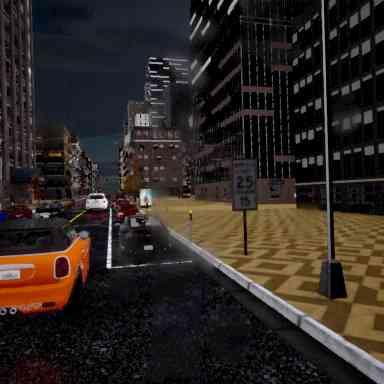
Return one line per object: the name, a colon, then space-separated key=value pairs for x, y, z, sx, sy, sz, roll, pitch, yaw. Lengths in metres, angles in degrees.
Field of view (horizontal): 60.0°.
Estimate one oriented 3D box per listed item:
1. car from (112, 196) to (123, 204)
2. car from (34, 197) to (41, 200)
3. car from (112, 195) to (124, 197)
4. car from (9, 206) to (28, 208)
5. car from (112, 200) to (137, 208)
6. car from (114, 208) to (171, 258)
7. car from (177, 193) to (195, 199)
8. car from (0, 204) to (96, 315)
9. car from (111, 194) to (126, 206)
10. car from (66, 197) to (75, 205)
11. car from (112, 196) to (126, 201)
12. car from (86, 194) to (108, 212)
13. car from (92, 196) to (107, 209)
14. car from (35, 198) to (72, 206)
car: x=-13.626 y=1.432 z=60.993 sx=1.887 sy=1.381 sz=4.507 roll=-1 pitch=0 yaw=-14
car: x=-38.756 y=1.659 z=80.018 sx=4.507 sy=1.381 sz=1.887 roll=-1 pitch=-1 yaw=-14
car: x=-8.434 y=1.431 z=39.544 sx=1.752 sy=1.417 sz=4.829 roll=-1 pitch=0 yaw=-14
car: x=-7.958 y=1.560 z=12.924 sx=1.882 sy=1.535 sz=5.008 roll=-2 pitch=0 yaw=-14
car: x=-4.470 y=1.502 z=23.169 sx=1.802 sy=1.307 sz=4.206 roll=-1 pitch=0 yaw=-14
car: x=-1.854 y=1.480 z=12.362 sx=2.008 sy=1.369 sz=4.403 roll=-1 pitch=0 yaw=-14
car: x=-1.803 y=1.135 z=89.295 sx=4.097 sy=1.590 sz=1.967 roll=-1 pitch=-1 yaw=-14
car: x=-3.444 y=1.357 z=7.445 sx=2.097 sy=1.767 sz=4.553 roll=-2 pitch=0 yaw=-14
car: x=-12.322 y=1.207 z=55.588 sx=2.192 sy=1.841 sz=5.009 roll=-1 pitch=0 yaw=-14
car: x=-20.420 y=1.640 z=53.455 sx=1.752 sy=1.417 sz=4.829 roll=-1 pitch=0 yaw=-14
car: x=-7.086 y=1.455 z=33.976 sx=1.887 sy=1.381 sz=4.507 roll=-1 pitch=0 yaw=-14
car: x=-10.644 y=1.199 z=37.399 sx=2.150 sy=2.045 sz=5.566 roll=-2 pitch=0 yaw=-13
car: x=-13.113 y=1.448 z=47.405 sx=1.882 sy=1.535 sz=5.008 roll=-2 pitch=0 yaw=-13
car: x=-11.235 y=1.560 z=26.513 sx=2.128 sy=1.511 sz=4.902 roll=-2 pitch=1 yaw=-13
